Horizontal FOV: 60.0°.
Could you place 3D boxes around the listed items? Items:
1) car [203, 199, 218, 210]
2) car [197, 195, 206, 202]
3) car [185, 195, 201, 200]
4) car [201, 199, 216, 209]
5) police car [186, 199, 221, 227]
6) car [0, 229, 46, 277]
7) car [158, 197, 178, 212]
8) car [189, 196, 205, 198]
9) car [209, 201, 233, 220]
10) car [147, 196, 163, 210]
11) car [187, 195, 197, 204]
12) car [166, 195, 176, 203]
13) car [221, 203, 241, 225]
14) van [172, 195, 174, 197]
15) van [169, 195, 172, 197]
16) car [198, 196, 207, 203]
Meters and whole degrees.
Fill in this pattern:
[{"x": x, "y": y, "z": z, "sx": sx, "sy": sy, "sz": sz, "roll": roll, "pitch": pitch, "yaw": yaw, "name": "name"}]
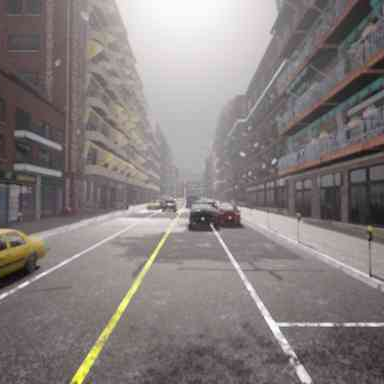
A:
[{"x": 2.580, "y": 1.766, "z": 47.028, "sx": 1.887, "sy": 1.381, "sz": 4.507, "roll": 1, "pitch": 0, "yaw": 0, "name": "car"}, {"x": 2.547, "y": 1.843, "z": 91.276, "sx": 2.192, "sy": 1.841, "sz": 5.009, "roll": 1, "pitch": 0, "yaw": 0, "name": "car"}, {"x": -0.005, "y": 1.522, "z": 60.148, "sx": 2.150, "sy": 2.045, "sz": 5.566, "roll": 0, "pitch": 0, "yaw": 0, "name": "car"}, {"x": 2.579, "y": 1.804, "z": 52.559, "sx": 2.008, "sy": 1.369, "sz": 4.403, "roll": 1, "pitch": 0, "yaw": 0, "name": "car"}, {"x": 0.711, "y": 1.521, "z": 23.683, "sx": 1.930, "sy": 1.638, "sz": 5.238, "roll": 0, "pitch": 0, "yaw": 0, "name": "police car"}, {"x": -5.295, "y": 1.556, "z": 8.214, "sx": 1.752, "sy": 1.417, "sz": 4.829, "roll": 2, "pitch": 0, "yaw": 0, "name": "car"}, {"x": -2.845, "y": 1.698, "z": 42.371, "sx": 1.837, "sy": 1.490, "sz": 4.892, "roll": 0, "pitch": 0, "yaw": 0, "name": "car"}, {"x": 0.821, "y": 1.634, "z": 39.769, "sx": 1.801, "sy": 1.575, "sz": 5.366, "roll": 0, "pitch": 0, "yaw": 0, "name": "car"}, {"x": 2.582, "y": 1.655, "z": 30.608, "sx": 1.752, "sy": 1.417, "sz": 4.829, "roll": 1, "pitch": 0, "yaw": 0, "name": "car"}, {"x": -5.300, "y": 1.746, "z": 46.920, "sx": 1.752, "sy": 1.417, "sz": 4.829, "roll": 2, "pitch": 0, "yaw": 0, "name": "car"}, {"x": -0.006, "y": 1.664, "z": 75.092, "sx": 2.097, "sy": 1.767, "sz": 4.553, "roll": 0, "pitch": 0, "yaw": 0, "name": "car"}, {"x": -5.298, "y": 1.801, "z": 85.804, "sx": 2.192, "sy": 1.841, "sz": 5.009, "roll": 1, "pitch": 0, "yaw": 0, "name": "car"}, {"x": 2.582, "y": 1.647, "z": 24.906, "sx": 1.887, "sy": 1.381, "sz": 4.507, "roll": 1, "pitch": 0, "yaw": 0, "name": "car"}, {"x": -5.298, "y": 1.703, "z": 69.213, "sx": 1.690, "sy": 1.788, "sz": 3.998, "roll": 1, "pitch": 0, "yaw": 0, "name": "van"}, {"x": -5.296, "y": 1.664, "z": 63.681, "sx": 1.690, "sy": 1.788, "sz": 3.998, "roll": 2, "pitch": 0, "yaw": 0, "name": "van"}, {"x": 2.587, "y": 1.883, "z": 80.213, "sx": 1.967, "sy": 1.590, "sz": 4.097, "roll": 1, "pitch": 0, "yaw": 0, "name": "car"}]
